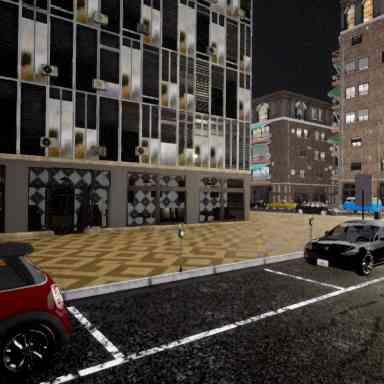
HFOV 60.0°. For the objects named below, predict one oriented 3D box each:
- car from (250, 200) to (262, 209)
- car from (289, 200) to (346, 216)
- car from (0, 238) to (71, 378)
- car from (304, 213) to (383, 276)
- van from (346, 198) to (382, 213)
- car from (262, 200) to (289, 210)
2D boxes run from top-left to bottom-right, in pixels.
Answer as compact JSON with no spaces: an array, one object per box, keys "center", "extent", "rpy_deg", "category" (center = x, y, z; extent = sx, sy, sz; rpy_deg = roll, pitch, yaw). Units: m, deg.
[{"center":[9.587,1.865,51.098],"extent":[1.947,1.339,4.313],"rpy_deg":[0,-1,-35],"category":"car"},{"center":[12.199,1.620,32.647],"extent":[2.008,1.369,4.403],"rpy_deg":[0,-1,-35],"category":"car"},{"center":[-3.717,1.440,3.897],"extent":[4.097,1.590,1.967],"rpy_deg":[0,1,-35],"category":"car"},{"center":[5.358,1.567,10.372],"extent":[4.313,1.339,1.947],"rpy_deg":[0,1,-35],"category":"car"},{"center":[19.085,1.525,37.426],"extent":[1.690,1.788,3.998],"rpy_deg":[0,-1,-35],"category":"van"},{"center":[12.655,1.787,46.680],"extent":[1.752,1.417,4.829],"rpy_deg":[0,-1,-35],"category":"car"}]
